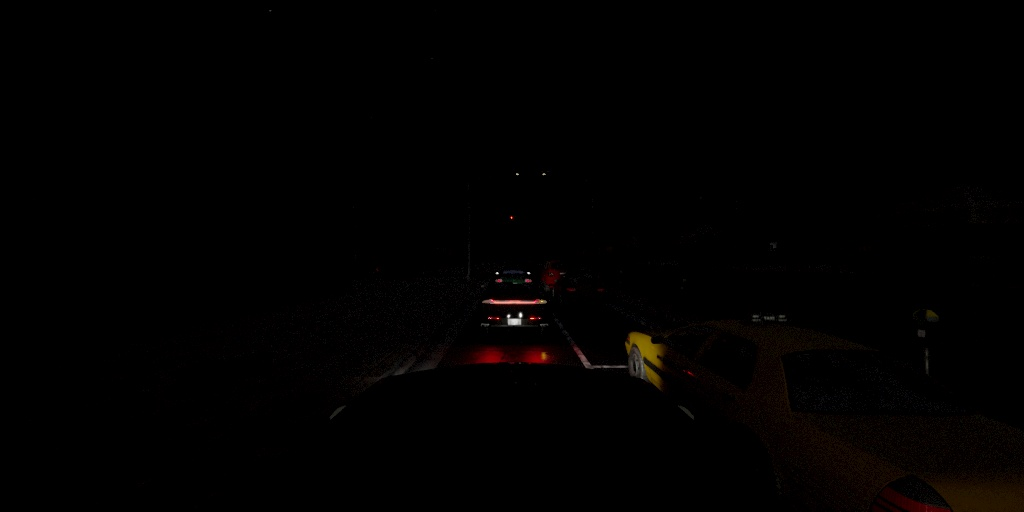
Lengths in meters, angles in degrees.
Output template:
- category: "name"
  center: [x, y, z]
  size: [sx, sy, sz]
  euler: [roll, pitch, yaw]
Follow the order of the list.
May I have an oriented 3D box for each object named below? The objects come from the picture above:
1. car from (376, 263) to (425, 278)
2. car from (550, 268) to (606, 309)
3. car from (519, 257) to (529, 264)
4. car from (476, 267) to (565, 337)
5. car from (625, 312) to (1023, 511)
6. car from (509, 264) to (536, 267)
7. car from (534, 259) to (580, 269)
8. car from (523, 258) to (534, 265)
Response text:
- category: "car"
  center: [-9.832, 1.310, 31.780]
  size: [4.181, 1.385, 1.994]
  euler: [0, -1, 0]
- category: "car"
  center: [2.662, 1.338, 14.728]
  size: [1.802, 1.307, 4.207]
  euler: [0, 0, 0]
- category: "car"
  center: [2.748, 1.403, 62.918]
  size: [1.888, 1.381, 4.507]
  euler: [0, 0, 0]
- category: "car"
  center: [0.080, 1.245, 10.352]
  size: [2.128, 1.511, 4.902]
  euler: [0, 0, 1]
- category: "car"
  center: [2.643, 1.276, 4.000]
  size: [1.751, 1.417, 4.829]
  euler: [0, 0, 0]
- category: "car"
  center: [0.060, 1.325, 19.297]
  size: [1.994, 1.385, 4.181]
  euler: [0, 0, -1]
- category: "car"
  center: [2.671, 1.076, 20.177]
  size: [2.192, 1.841, 5.009]
  euler: [0, 0, 0]
- category: "car"
  center: [2.719, 1.356, 46.607]
  size: [1.888, 1.381, 4.507]
  euler: [0, 0, 0]
